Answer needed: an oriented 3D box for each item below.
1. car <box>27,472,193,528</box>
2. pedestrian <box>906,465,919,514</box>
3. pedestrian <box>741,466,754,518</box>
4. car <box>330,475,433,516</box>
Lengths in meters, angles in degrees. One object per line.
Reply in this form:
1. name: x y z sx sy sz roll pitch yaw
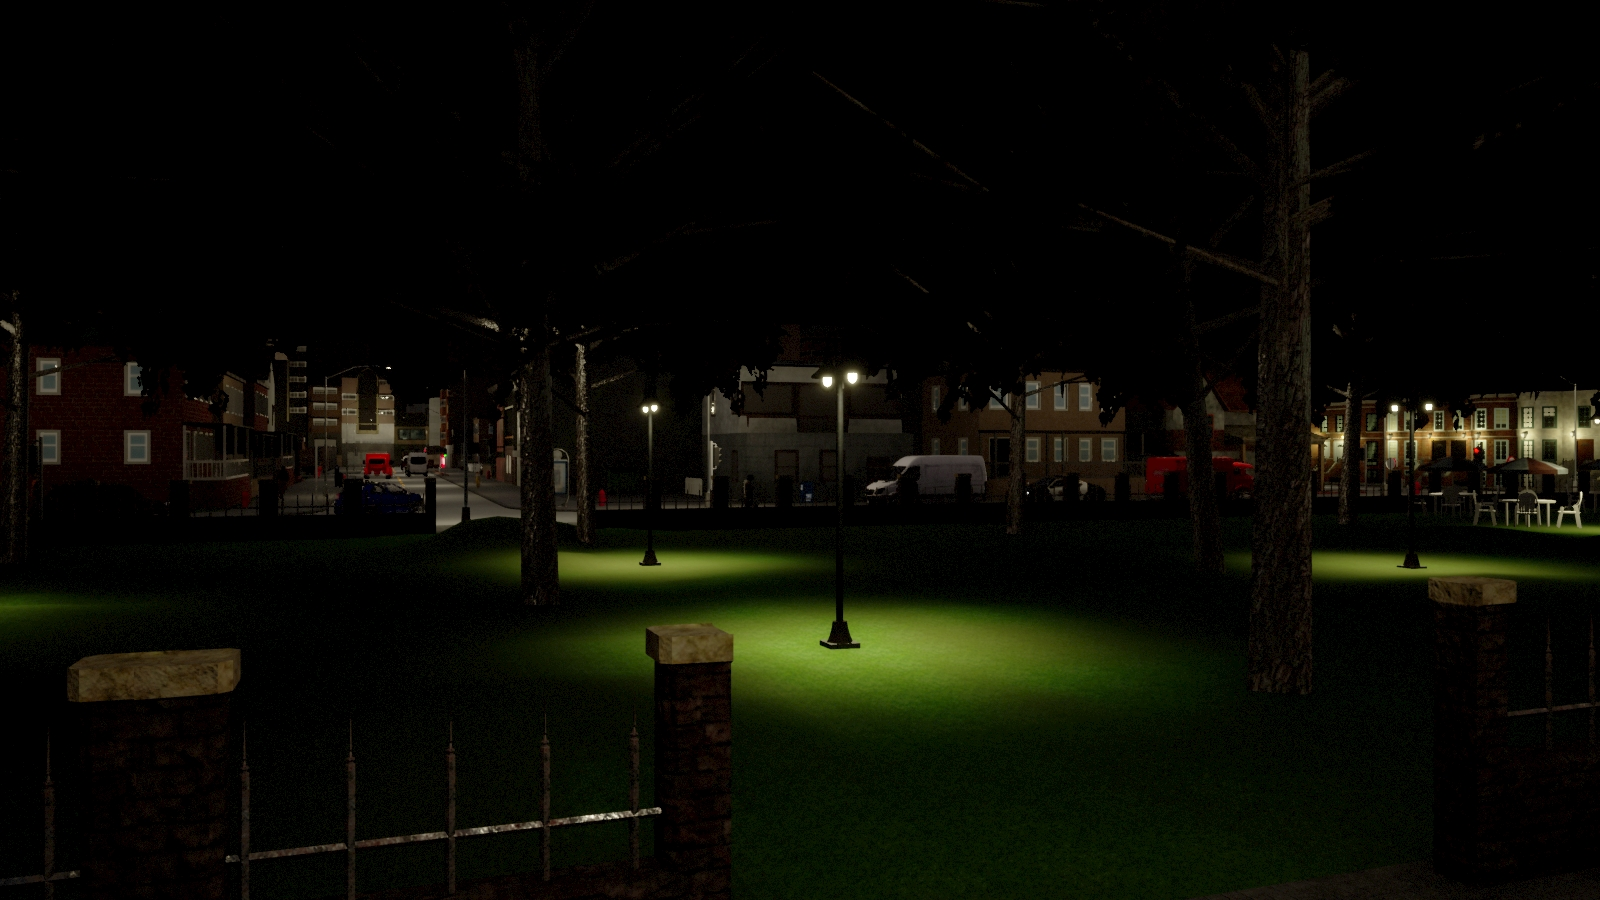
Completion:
1. car: -23.513 1.685 39.170 4.553 1.767 2.097 0 0 -20
2. pedestrian: 4.316 1.525 43.722 0.375 1.860 0.375 0 0 -17
3. pedestrian: -1.910 1.525 41.421 0.375 1.860 0.375 0 0 -20
4. car: -16.985 1.818 46.499 1.845 1.501 3.633 0 0 27
